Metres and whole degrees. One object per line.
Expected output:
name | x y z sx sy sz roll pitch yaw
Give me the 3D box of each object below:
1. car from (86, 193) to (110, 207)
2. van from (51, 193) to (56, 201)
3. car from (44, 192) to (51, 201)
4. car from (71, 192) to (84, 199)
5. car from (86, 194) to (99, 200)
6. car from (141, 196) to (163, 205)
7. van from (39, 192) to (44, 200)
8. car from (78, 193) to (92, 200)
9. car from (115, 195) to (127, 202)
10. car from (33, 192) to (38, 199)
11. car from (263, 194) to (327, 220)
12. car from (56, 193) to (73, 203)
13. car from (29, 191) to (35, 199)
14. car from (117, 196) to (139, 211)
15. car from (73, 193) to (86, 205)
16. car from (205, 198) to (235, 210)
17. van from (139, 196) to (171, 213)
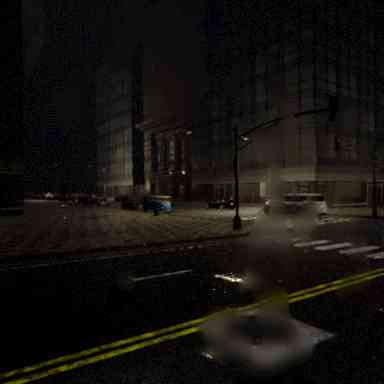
car | -13.413 1.288 48.336 1.967 1.590 4.097 0 1 -35
van | -26.516 1.047 66.742 1.690 1.788 3.998 0 1 -35
car | -29.792 1.213 71.345 1.887 1.381 4.507 0 1 -35
car | -29.401 0.926 85.493 1.967 1.590 4.097 0 1 -35
car | -22.849 1.143 76.291 1.802 1.307 4.206 0 1 -35
car | -6.469 1.323 53.282 1.802 1.307 4.206 0 1 -35
van | -33.068 0.971 75.945 1.690 1.788 3.998 0 1 -35
car | -26.125 1.074 80.893 2.008 1.369 4.403 0 1 -35
car | -13.021 1.217 62.485 1.887 1.381 4.507 0 1 -35
car | -36.344 1.159 80.548 1.947 1.339 4.313 0 1 -35
car | 8.530 1.148 27.955 2.150 2.045 5.566 -1 1 -35
car | -23.241 1.058 62.140 2.192 1.841 5.009 0 1 -35
car | -39.620 1.100 85.149 1.887 1.381 4.507 0 1 -35
car | -6.860 1.493 39.133 1.802 1.307 4.206 -1 1 -35
car | -16.689 1.130 52.937 2.192 1.841 5.009 0 1 -35
car | 3.360 1.400 39.476 1.947 1.339 4.313 -1 1 -35
van | -3.585 1.282 34.529 1.690 1.788 3.998 -1 1 -35
